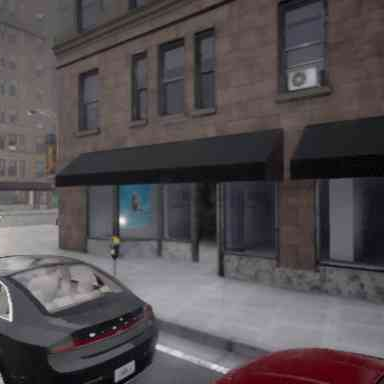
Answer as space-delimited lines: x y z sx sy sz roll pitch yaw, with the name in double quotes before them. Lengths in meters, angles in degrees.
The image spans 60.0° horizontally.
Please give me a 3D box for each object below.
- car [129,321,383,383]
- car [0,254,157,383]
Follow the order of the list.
"car" 2.023 1.543 1.413 4.507 1.381 1.887 0 -1 36
"car" -2.448 1.559 4.602 4.403 1.369 2.008 0 -1 36
